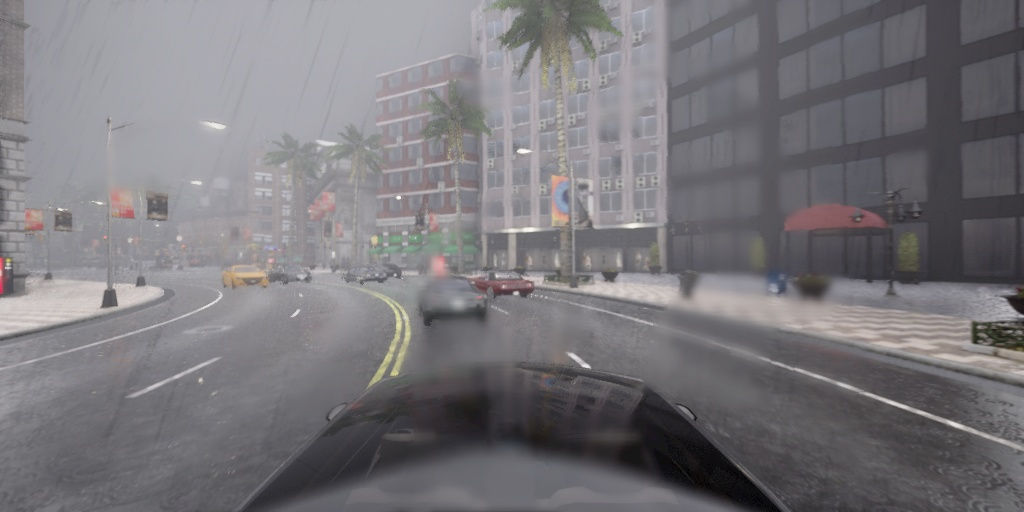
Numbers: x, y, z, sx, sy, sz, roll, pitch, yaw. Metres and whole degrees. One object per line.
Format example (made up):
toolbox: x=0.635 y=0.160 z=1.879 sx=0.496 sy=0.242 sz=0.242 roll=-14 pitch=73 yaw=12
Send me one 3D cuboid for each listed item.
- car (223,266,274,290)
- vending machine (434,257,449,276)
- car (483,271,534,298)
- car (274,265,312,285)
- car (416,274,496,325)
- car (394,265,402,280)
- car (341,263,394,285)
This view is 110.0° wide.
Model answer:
car: x=-18.171 y=1.418 z=24.441 sx=5.008 sy=1.535 sz=1.882 roll=-1 pitch=0 yaw=43
vending machine: x=-8.016 y=1.110 z=39.758 sx=0.880 sy=2.100 sz=1.100 roll=0 pitch=0 yaw=41
car: x=-0.761 y=1.404 z=18.235 sx=1.895 sy=1.301 sz=4.718 roll=0 pitch=0 yaw=-25
car: x=-17.765 y=1.442 z=28.763 sx=4.902 sy=1.511 sz=2.128 roll=-1 pitch=0 yaw=40
car: x=-2.137 y=1.359 z=12.210 sx=1.994 sy=1.385 sz=4.181 roll=0 pitch=0 yaw=-18
car: x=-12.052 y=1.429 z=33.254 sx=4.892 sy=1.490 sz=1.837 roll=-1 pitch=-1 yaw=43
car: x=-11.622 y=1.453 z=28.098 sx=2.033 sy=1.411 sz=5.357 roll=0 pitch=0 yaw=-43
